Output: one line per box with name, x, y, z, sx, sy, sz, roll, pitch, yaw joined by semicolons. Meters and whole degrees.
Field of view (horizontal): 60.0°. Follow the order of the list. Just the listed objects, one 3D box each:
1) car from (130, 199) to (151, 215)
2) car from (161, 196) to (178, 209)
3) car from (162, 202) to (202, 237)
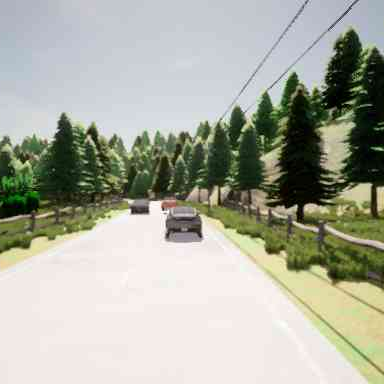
car;-5.276;1.495;34.227;1.882;1.535;5.008;0;0;-6
car;-2.952;1.366;43.476;2.097;1.767;4.553;0;0;-7
car;-0.499;1.509;18.044;1.837;1.490;4.892;0;0;-3
